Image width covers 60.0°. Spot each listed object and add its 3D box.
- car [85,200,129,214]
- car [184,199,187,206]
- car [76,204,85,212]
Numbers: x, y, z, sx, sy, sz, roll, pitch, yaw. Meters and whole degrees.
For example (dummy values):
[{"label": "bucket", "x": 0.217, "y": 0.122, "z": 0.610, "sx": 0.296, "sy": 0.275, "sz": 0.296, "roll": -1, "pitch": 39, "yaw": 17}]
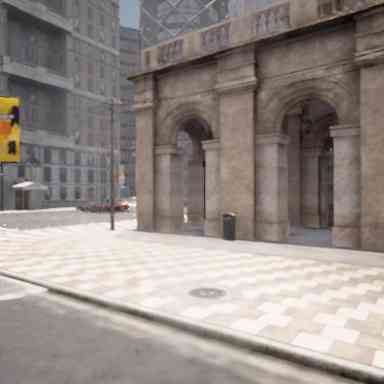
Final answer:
[{"label": "car", "x": -9.820, "y": 1.815, "z": 39.373, "sx": 1.895, "sy": 1.301, "sz": 4.718, "roll": 0, "pitch": 0, "yaw": 35}, {"label": "car", "x": -2.105, "y": 1.803, "z": 56.048, "sx": 1.994, "sy": 1.385, "sz": 4.181, "roll": 0, "pitch": 0, "yaw": 36}, {"label": "car", "x": -12.023, "y": 1.786, "z": 42.319, "sx": 2.033, "sy": 1.411, "sz": 5.357, "roll": 0, "pitch": 0, "yaw": 35}]
